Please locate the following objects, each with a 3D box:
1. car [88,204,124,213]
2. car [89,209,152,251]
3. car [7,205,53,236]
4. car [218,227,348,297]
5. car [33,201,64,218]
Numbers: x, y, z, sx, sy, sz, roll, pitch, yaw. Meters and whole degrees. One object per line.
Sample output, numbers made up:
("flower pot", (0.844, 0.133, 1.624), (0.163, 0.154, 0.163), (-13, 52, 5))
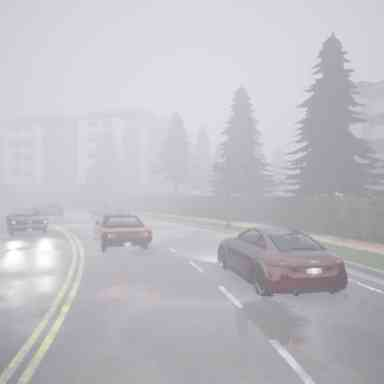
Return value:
("car", (-7.111, 1.667, 28.189), (1.895, 1.301, 4.718), (0, 0, -38))
("car", (-3.175, 1.637, 14.384), (1.895, 1.301, 4.718), (0, 0, -21))
("car", (-9.365, 1.623, 18.834), (1.895, 1.301, 4.718), (0, 0, -31))
("car", (2.093, 1.605, 8.813), (1.994, 1.385, 4.181), (0, 0, -12))
("car", (-13.149, 1.534, 29.695), (2.128, 1.511, 4.902), (1, 0, -43))
